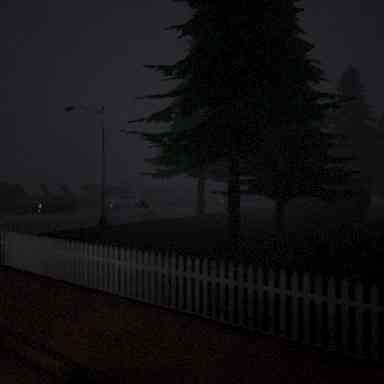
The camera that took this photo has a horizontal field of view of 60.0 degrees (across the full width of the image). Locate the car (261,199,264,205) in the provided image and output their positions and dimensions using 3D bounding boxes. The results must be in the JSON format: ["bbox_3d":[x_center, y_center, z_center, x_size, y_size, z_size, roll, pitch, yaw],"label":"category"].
[{"bbox_3d":[13.626,1.246,57.771,2.150,2.045,5.566,0,0,34],"label":"car"}]

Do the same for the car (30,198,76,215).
[{"bbox_3d":[-14.620,1.388,35.100,2.097,1.767,4.553,0,0,34],"label":"car"}]

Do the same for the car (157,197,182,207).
[{"bbox_3d":[-3.424,1.528,51.588,2.128,1.511,4.902,0,0,34],"label":"car"}]

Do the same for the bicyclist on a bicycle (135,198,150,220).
[{"bbox_3d":[-3.744,1.322,25.329,1.656,1.620,0.582,0,0,34],"label":"bicyclist on a bicycle"}]

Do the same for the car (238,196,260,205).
[{"bbox_3d":[10.194,1.506,58.957,1.882,1.535,5.008,0,0,34],"label":"car"}]

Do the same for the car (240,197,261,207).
[{"bbox_3d":[8.043,1.502,49.514,1.882,1.535,5.008,0,0,34],"label":"car"}]

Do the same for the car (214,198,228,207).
[{"bbox_3d":[5.086,1.554,51.444,1.812,1.442,4.674,0,0,33],"label":"car"}]

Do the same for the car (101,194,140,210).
[{"bbox_3d":[-9.142,1.258,43.187,2.150,2.045,5.566,0,0,34],"label":"car"}]
